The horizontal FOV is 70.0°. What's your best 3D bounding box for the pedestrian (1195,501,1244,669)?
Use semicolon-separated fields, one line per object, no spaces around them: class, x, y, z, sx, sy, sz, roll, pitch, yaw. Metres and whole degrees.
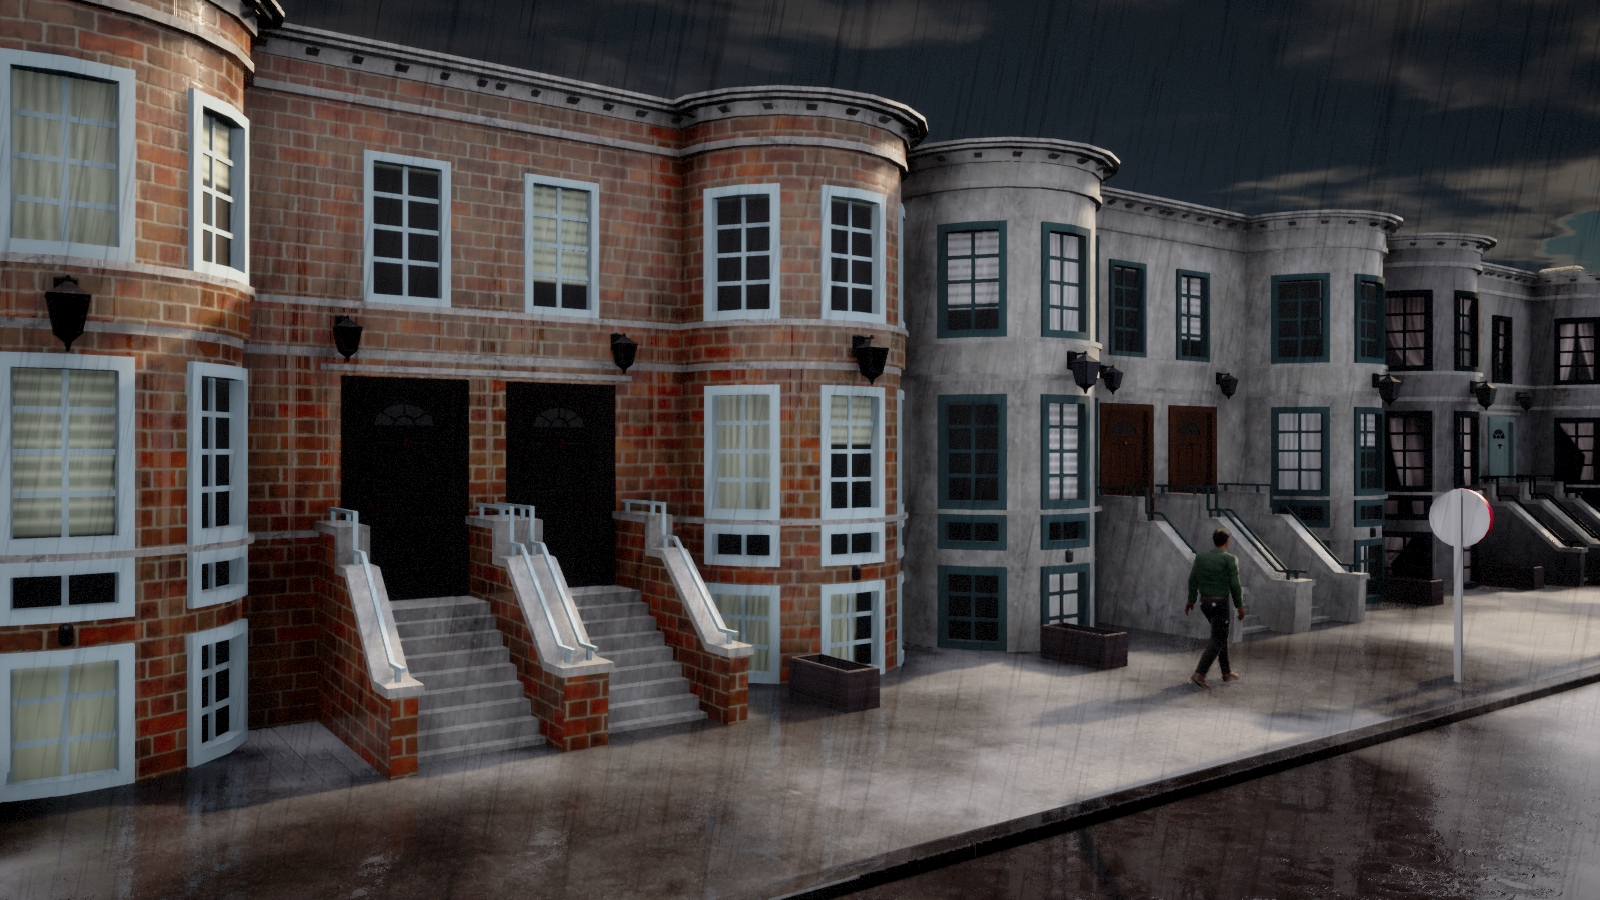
pedestrian;4.789;1.524;13.059;0.375;1.860;0.375;0;0;-34
